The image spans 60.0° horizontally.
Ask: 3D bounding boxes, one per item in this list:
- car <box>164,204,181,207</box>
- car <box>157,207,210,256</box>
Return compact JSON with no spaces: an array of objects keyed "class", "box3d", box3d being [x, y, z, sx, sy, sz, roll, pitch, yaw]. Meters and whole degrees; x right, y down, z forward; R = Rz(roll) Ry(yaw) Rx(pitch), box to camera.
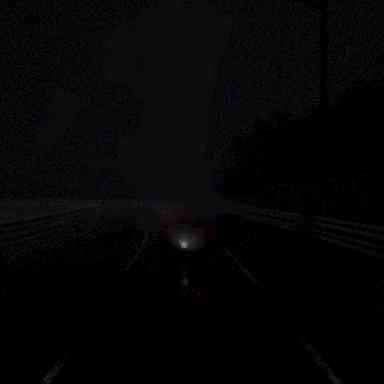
[{"class":"car","box3d":[-1.631,1.729,27.824,2.033,1.411,5.357,0,0,-7]},{"class":"car","box3d":[-0.376,1.589,13.656,2.128,1.511,4.902,0,0,-3]}]
